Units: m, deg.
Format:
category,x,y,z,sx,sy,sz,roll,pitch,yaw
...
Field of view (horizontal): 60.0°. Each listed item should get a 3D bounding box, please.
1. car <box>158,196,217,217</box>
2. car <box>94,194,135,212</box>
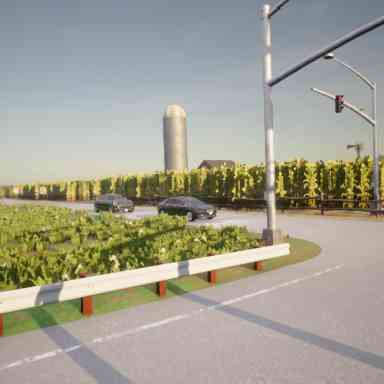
category,x,y,z,sx,sy,sz,roll,pitch,yaw
car,-0.432,1.080,22.233,1.837,1.490,4.892,-3,2,-40
car,-7.072,0.967,30.048,2.097,1.767,4.553,-3,2,-40
